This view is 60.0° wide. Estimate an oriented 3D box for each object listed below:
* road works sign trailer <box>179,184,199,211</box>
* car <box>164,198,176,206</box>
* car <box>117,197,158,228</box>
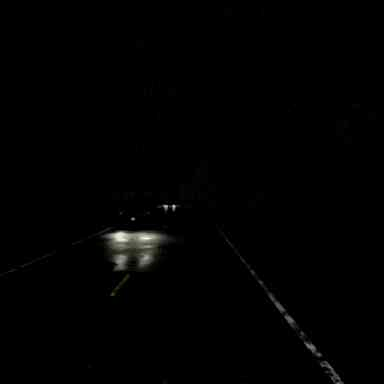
[{"bbox_3d":[-0.317,0.709,44.946,2.380,3.560,2.880,0,0,-1],"label":"road works sign trailer"},{"bbox_3d":[-4.209,1.901,64.887,1.812,1.442,4.674,0,0,-1],"label":"car"},{"bbox_3d":[-3.691,1.350,23.477,2.150,2.045,5.566,0,0,0],"label":"car"}]
